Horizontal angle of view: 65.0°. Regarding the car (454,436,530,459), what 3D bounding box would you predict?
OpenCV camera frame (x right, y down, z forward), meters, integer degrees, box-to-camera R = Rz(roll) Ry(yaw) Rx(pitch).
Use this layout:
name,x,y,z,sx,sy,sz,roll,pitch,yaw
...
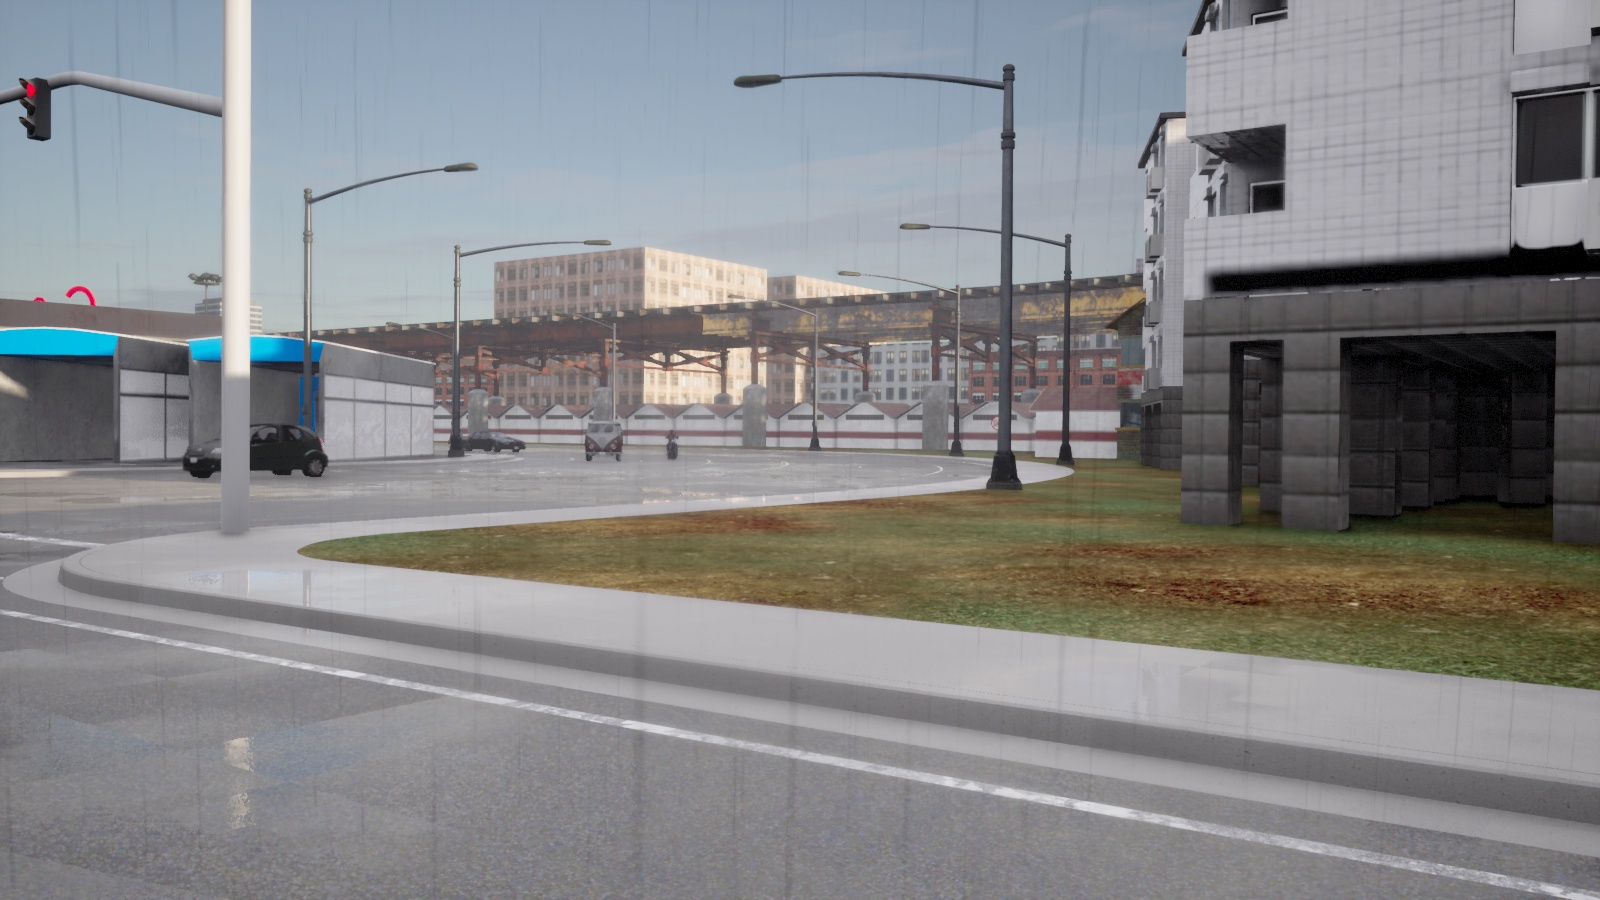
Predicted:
name,x,y,z,sx,sy,sz,roll,pitch,yaw
car,-20.409,-0.171,83.125,5.357,1.411,2.033,0,1,39

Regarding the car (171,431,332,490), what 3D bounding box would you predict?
name,x,y,z,sx,sy,sz,roll,pitch,yaw
car,-16.092,0.270,37.018,1.851,1.617,3.988,0,1,31

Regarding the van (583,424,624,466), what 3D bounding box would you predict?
name,x,y,z,sx,sy,sz,roll,pitch,yaw
van,-9.639,-0.272,61.767,1.775,1.987,4.442,-1,1,-6

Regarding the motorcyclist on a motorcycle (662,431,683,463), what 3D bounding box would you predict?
name,x,y,z,sx,sy,sz,roll,pitch,yaw
motorcyclist on a motorcycle,-6.781,-0.167,66.697,0.766,1.649,2.350,-1,1,-13
